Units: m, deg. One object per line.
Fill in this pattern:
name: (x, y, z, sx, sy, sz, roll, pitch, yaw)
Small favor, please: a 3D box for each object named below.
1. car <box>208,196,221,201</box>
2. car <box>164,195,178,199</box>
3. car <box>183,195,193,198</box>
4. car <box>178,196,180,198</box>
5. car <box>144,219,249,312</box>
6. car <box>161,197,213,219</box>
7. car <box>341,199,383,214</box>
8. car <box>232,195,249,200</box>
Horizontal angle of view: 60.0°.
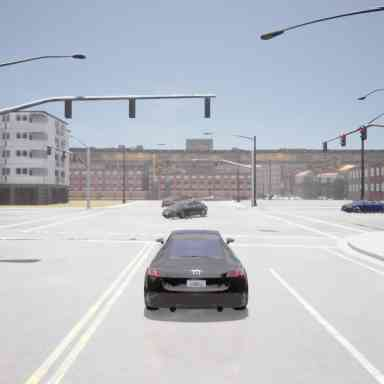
car: (5.281, 1.595, 84.765, 1.895, 1.301, 4.718, 0, 0, 43)
car: (-3.637, 1.526, 51.769, 1.812, 1.442, 4.674, 0, 0, 0)
car: (-1.190, 1.500, 81.232, 1.837, 1.490, 4.892, 0, 0, 23)
car: (-3.634, 1.491, 60.909, 2.128, 1.511, 4.902, 0, 0, 0)
car: (0.077, 1.564, 7.792, 1.994, 1.385, 4.181, 0, 0, 0)
car: (-0.577, 1.475, 27.838, 1.837, 1.490, 4.892, -3, -2, 36)
car: (17.030, 1.432, 32.792, 4.181, 1.385, 1.994, -1, 0, 1)
car: (13.317, 1.524, 90.699, 4.902, 1.511, 2.128, 0, 0, -24)
